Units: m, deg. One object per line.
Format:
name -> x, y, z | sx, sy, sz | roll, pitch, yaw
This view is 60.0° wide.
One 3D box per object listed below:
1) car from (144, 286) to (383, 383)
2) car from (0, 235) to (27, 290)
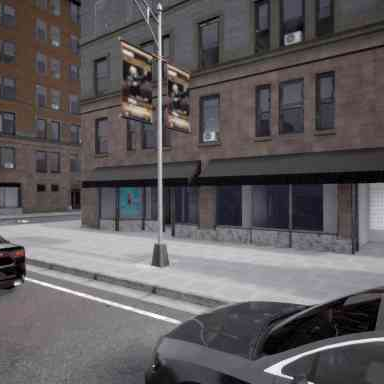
car -> 1.805, 1.505, 2.400 | 4.892, 1.490, 1.837 | 0, 0, 35
car -> -5.930, 1.478, 7.890 | 5.008, 1.535, 1.882 | 0, 0, 35
